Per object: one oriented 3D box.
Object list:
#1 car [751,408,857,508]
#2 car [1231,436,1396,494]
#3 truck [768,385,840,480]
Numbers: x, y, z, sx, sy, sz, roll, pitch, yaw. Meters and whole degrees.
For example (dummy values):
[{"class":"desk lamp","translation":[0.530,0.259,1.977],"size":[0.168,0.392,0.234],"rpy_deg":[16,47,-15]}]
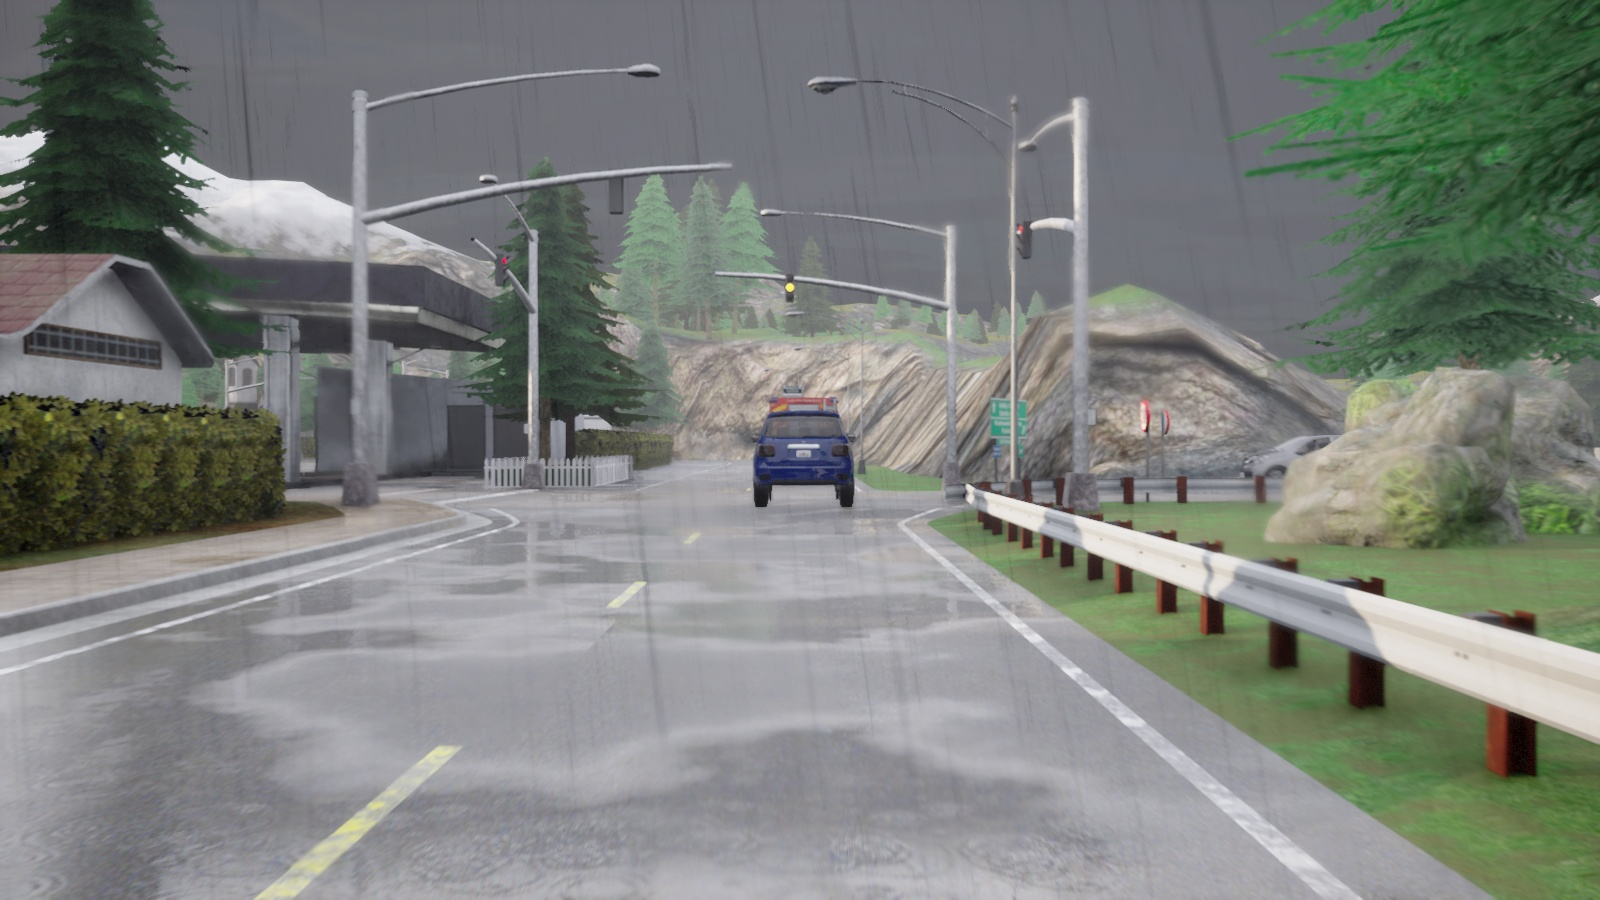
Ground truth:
[{"class":"car","translation":[0.093,0.172,28.481],"size":[2.150,2.045,5.566],"rpy_deg":[0,0,0]},{"class":"car","translation":[13.606,0.391,33.404],"size":[3.633,1.501,1.845],"rpy_deg":[0,0,0]},{"class":"truck","translation":[0.168,-0.726,54.651],"size":[2.891,3.827,8.468],"rpy_deg":[0,0,0]}]
